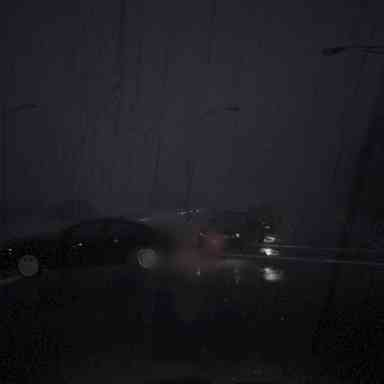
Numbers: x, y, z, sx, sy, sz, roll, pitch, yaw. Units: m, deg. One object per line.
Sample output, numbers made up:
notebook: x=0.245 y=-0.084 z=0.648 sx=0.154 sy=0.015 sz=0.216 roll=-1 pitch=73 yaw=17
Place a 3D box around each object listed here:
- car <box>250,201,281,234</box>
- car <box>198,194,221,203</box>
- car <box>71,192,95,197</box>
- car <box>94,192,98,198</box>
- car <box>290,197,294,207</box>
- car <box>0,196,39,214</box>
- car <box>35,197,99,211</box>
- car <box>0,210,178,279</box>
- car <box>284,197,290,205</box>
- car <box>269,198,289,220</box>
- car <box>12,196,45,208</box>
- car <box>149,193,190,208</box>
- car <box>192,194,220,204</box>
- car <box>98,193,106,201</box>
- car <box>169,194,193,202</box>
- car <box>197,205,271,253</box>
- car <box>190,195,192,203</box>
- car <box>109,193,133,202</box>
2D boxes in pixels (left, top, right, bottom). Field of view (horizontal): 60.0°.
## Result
car: x=3.934 y=1.489 z=19.327 sx=1.837 sy=1.490 sz=4.892 roll=0 pitch=0 yaw=19
car: x=3.328 y=1.201 z=62.988 sx=3.806 sy=1.475 sz=1.970 roll=0 pitch=0 yaw=18
car: x=-18.529 y=1.248 z=53.732 sx=4.514 sy=1.523 sz=2.007 roll=0 pitch=0 yaw=18
car: x=-21.937 y=1.297 z=67.978 sx=3.806 sy=1.475 sz=1.970 roll=0 pitch=0 yaw=18
car: x=14.904 y=1.538 z=51.949 sx=1.994 sy=1.385 sz=4.181 roll=0 pitch=0 yaw=19
car: x=-15.152 y=1.355 z=29.404 sx=3.806 sy=1.475 sz=1.970 roll=0 pitch=0 yaw=18
car: x=-9.067 y=1.355 z=24.216 sx=3.633 sy=1.501 sz=1.845 roll=0 pitch=0 yaw=18
car: x=-2.920 y=1.475 z=9.917 sx=5.008 sy=1.535 sz=1.882 roll=0 pitch=0 yaw=-19
car: x=7.802 y=1.485 z=30.819 sx=1.837 sy=1.490 sz=4.892 roll=0 pitch=0 yaw=19
car: x=5.838 y=1.474 z=24.975 sx=2.128 sy=1.511 sz=4.902 roll=0 pitch=0 yaw=19
car: x=-21.752 y=1.273 z=44.273 sx=3.633 sy=1.501 sz=1.845 roll=0 pitch=0 yaw=18
car: x=-3.018 y=1.073 z=41.788 sx=4.605 sy=1.855 sz=1.932 roll=0 pitch=0 yaw=18
car: x=1.591 y=1.124 z=56.802 sx=5.027 sy=1.636 sz=2.152 roll=0 pitch=0 yaw=18
car: x=-20.299 y=1.013 z=70.935 sx=3.866 sy=1.878 sz=1.905 roll=0 pitch=0 yaw=18
car: x=-2.187 y=1.256 z=68.705 sx=4.514 sy=1.523 sz=2.007 roll=0 pitch=0 yaw=18
car: x=1.794 y=1.514 z=13.916 sx=1.812 sy=1.442 sz=4.674 roll=0 pitch=0 yaw=24
car: x=-2.484 y=1.052 z=44.674 sx=3.866 sy=1.878 sz=1.905 roll=0 pitch=0 yaw=18
car: x=-13.887 y=1.045 z=65.314 sx=4.605 sy=1.855 sz=1.932 roll=0 pitch=0 yaw=18
